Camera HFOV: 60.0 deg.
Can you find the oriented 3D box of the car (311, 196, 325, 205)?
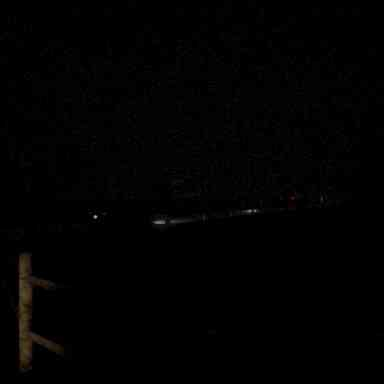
[{"bbox_3d":[19.395,1.311,52.191,2.033,1.411,5.357,-2,-1,36],"label":"car"}]

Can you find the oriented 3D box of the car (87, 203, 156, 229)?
[{"bbox_3d":[-4.030,1.302,19.521,1.994,1.385,4.181,-2,-1,36],"label":"car"}]

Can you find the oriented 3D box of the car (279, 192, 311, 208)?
[{"bbox_3d":[13.339,0.974,43.679,2.150,2.045,5.566,-2,-1,36],"label":"car"}]

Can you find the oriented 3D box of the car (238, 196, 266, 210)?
[{"bbox_3d":[7.360,1.322,40.273,1.837,1.490,4.892,-2,-1,36],"label":"car"}]
